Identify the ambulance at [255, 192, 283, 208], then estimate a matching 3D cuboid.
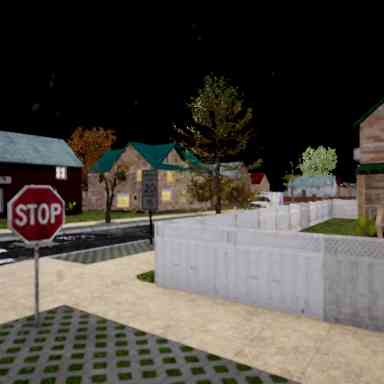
[{"bbox_3d":[8.619,1.243,38.938,2.351,2.431,6.366,-1,-1,34],"label":"ambulance"}]
